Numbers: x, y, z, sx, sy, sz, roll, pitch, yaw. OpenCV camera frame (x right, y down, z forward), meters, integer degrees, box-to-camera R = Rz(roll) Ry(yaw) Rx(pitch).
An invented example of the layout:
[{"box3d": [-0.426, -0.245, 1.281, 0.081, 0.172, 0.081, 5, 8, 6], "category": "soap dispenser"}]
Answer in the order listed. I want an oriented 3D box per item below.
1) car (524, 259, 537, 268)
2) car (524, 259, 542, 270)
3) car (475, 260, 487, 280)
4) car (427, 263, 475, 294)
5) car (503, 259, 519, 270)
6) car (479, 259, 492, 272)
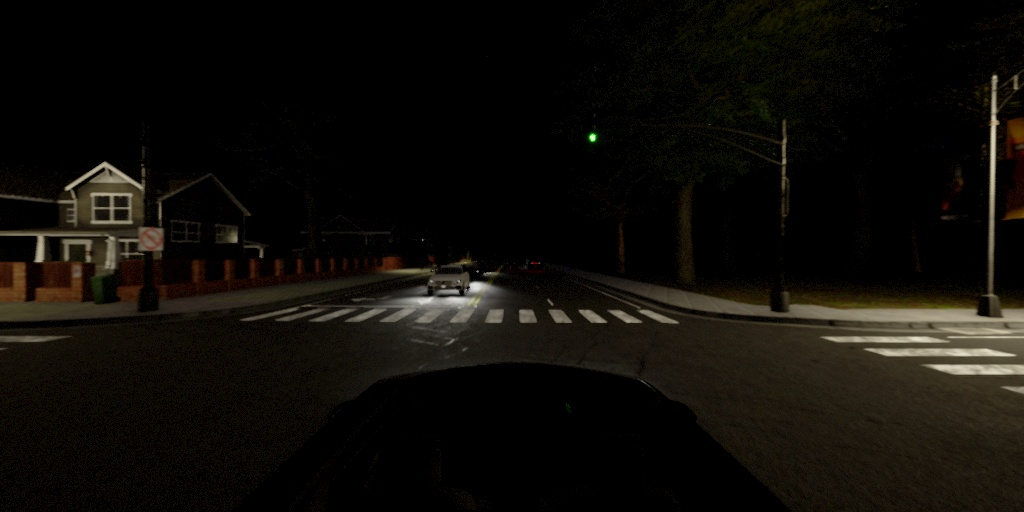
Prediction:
[{"box3d": [3.053, 1.238, 59.625, 1.895, 1.301, 4.718, 0, 0, 0], "category": "car"}, {"box3d": [3.102, 1.153, 49.171, 2.128, 1.511, 4.902, 0, 0, 0], "category": "car"}, {"box3d": [-3.403, 1.279, 30.068, 1.895, 1.301, 4.718, 0, 0, 0], "category": "car"}, {"box3d": [-3.353, 1.222, 19.811, 1.812, 1.442, 4.674, 0, 0, 0], "category": "car"}, {"box3d": [-0.149, 1.155, 49.155, 1.837, 1.490, 4.892, 0, 0, 0], "category": "car"}, {"box3d": [-3.453, 1.129, 43.767, 1.882, 1.535, 5.008, 0, 1, 0], "category": "car"}]
